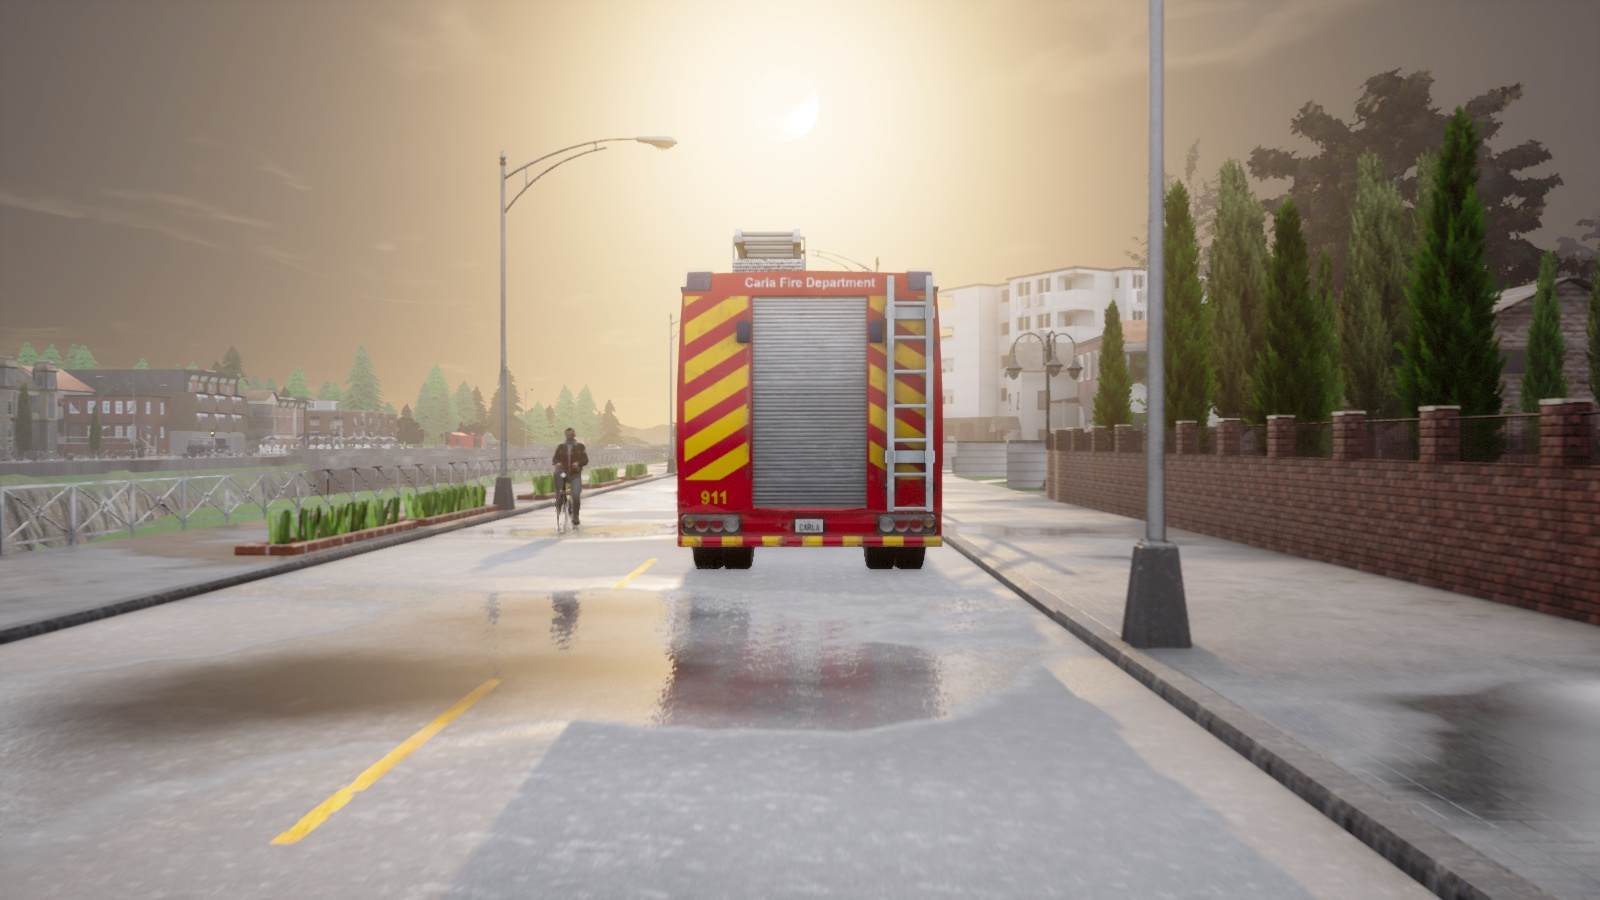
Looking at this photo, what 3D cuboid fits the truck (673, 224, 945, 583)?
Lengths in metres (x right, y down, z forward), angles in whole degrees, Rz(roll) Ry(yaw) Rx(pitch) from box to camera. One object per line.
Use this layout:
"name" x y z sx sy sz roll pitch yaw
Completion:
"truck" 0.118 -0.517 17.643 2.891 3.827 8.468 0 0 0

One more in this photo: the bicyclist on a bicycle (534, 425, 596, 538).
"bicyclist on a bicycle" -3.865 0.497 20.760 0.659 1.776 1.843 0 0 0
